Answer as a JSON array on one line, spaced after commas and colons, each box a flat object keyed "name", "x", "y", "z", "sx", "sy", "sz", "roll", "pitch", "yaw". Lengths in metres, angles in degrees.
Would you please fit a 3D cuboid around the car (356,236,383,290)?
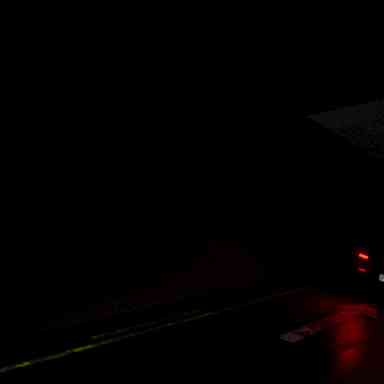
[{"name": "car", "x": 5.678, "y": 1.526, "z": 7.819, "sx": 4.674, "sy": 1.442, "sz": 1.812, "roll": 0, "pitch": 0, "yaw": -35}]
